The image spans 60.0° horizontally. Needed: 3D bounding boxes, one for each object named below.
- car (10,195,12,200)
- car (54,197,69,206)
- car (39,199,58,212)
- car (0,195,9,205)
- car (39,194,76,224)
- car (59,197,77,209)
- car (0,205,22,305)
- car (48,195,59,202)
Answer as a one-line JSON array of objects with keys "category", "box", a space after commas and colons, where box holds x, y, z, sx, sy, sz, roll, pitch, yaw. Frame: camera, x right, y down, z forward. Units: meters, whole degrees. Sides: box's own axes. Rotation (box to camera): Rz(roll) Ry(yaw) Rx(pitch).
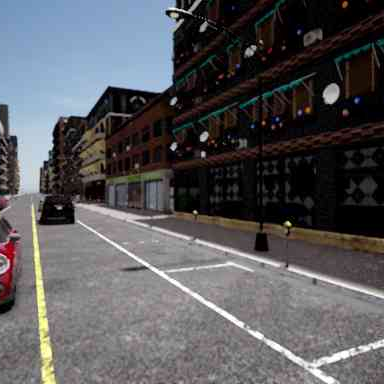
[{"category": "car", "box": [-28.734, 1.483, 50.219, 1.887, 1.381, 4.507, 0, 0, -26]}, {"category": "car", "box": [-21.188, 1.464, 53.864, 1.887, 1.381, 4.507, 0, 0, -26]}, {"category": "car", "box": [-16.993, 1.546, 39.191, 1.895, 1.301, 4.718, 0, 0, -26]}, {"category": "car", "box": [-23.825, 1.269, 40.070, 2.192, 1.841, 5.009, 0, 0, -26]}, {"category": "car", "box": [-10.188, 1.188, 25.114, 2.150, 2.045, 5.566, 0, 0, -26]}, {"category": "car", "box": [-16.354, 1.459, 43.869, 1.752, 1.417, 4.829, 0, 0, -26]}, {"category": "car", "box": [-5.117, 1.345, 7.600, 2.097, 1.767, 4.553, 0, 0, -25]}, {"category": "car", "box": [-31.005, 1.439, 74.159, 2.008, 1.369, 4.403, 0, 0, -26]}]
